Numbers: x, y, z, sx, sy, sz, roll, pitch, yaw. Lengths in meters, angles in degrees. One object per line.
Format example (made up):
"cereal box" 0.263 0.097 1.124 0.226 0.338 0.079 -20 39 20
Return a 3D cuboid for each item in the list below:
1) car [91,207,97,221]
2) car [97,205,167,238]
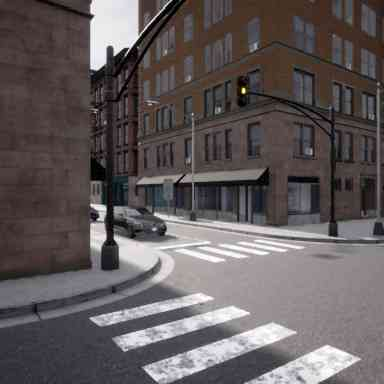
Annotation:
"car" -8.738 1.397 25.186 2.033 1.411 5.357 0 0 -36
"car" -3.081 1.436 17.262 1.812 1.442 4.674 0 0 -35
